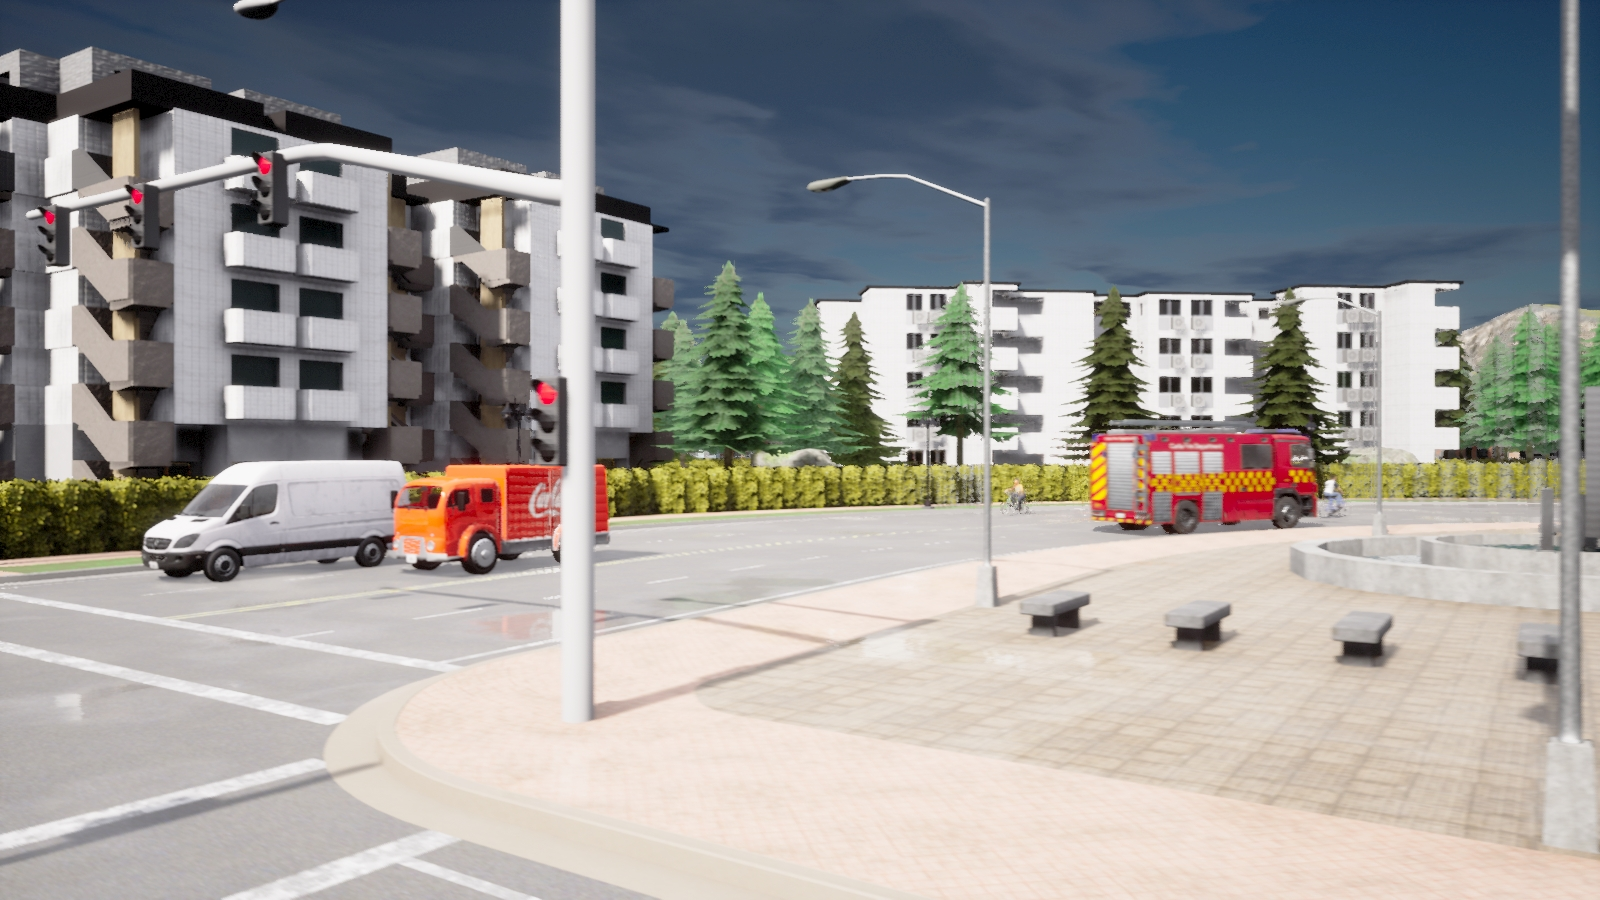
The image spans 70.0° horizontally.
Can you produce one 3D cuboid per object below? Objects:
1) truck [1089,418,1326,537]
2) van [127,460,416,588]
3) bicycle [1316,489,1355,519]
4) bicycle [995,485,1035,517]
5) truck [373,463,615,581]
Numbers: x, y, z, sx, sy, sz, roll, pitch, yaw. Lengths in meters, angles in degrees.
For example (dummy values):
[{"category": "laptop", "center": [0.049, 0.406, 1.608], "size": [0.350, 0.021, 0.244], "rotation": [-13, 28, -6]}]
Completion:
[{"category": "truck", "center": [14.369, 0.894, 40.086], "size": [8.468, 3.827, 2.891], "rotation": [0, 0, -28]}, {"category": "van", "center": [-11.999, 1.542, 26.458], "size": [1.988, 2.561, 5.915], "rotation": [0, 0, 33]}, {"category": "bicycle", "center": [22.011, 2.209, 46.982], "size": [1.643, 1.196, 0.373], "rotation": [0, 0, -18]}, {"category": "bicycle", "center": [9.197, 2.164, 48.901], "size": [1.487, 1.276, 0.859], "rotation": [0, 1, -31]}, {"category": "truck", "center": [-7.195, 1.575, 27.467], "size": [2.627, 2.467, 5.204], "rotation": [0, 0, 33]}]
